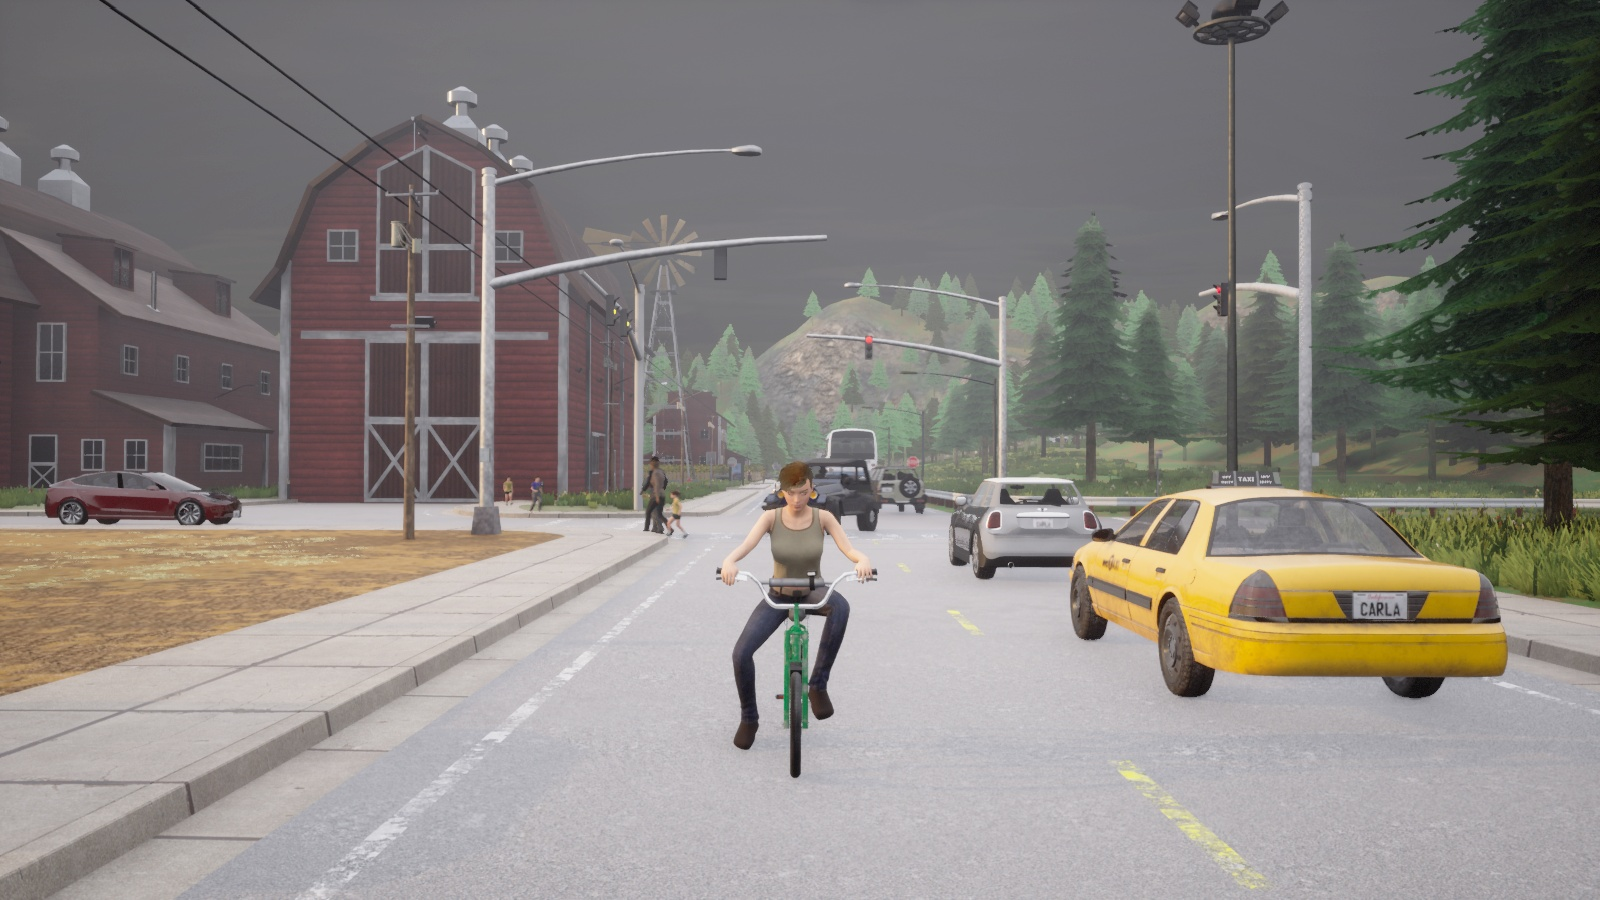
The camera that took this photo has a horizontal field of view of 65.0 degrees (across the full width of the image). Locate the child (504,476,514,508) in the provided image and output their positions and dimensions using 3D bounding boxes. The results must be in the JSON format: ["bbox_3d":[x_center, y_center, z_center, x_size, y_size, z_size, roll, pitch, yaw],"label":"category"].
[{"bbox_3d":[-10.244,1.488,44.170,0.255,1.110,0.394,0,-1,-25],"label":"child"}]

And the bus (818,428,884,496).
[{"bbox_3d":[3.302,0.837,84.318,3.944,4.253,10.273,0,-1,0],"label":"bus"}]

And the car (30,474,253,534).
[{"bbox_3d":[-17.390,1.413,33.345,4.792,1.488,2.163,0,-1,-1],"label":"car"}]

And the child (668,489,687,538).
[{"bbox_3d":[-2.773,1.435,28.401,0.394,1.110,0.255,0,-1,1],"label":"child"}]

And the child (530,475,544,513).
[{"bbox_3d":[-8.650,1.447,41.310,0.270,1.263,0.437,0,-1,-37],"label":"child"}]

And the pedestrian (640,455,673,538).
[{"bbox_3d":[-3.390,1.092,29.621,0.666,1.930,0.402,-1,-1,37],"label":"pedestrian"}]

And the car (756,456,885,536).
[{"bbox_3d":[0.585,1.123,31.490,1.905,1.878,3.866,-1,-1,24],"label":"car"}]

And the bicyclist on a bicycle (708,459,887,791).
[{"bbox_3d":[-0.011,0.867,6.884,0.866,1.612,1.509,0,-1,0],"label":"bicyclist on a bicycle"}]

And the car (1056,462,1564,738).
[{"bbox_3d":[3.477,0.906,9.899,1.801,1.575,5.366,0,-1,0],"label":"car"}]

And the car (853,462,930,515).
[{"bbox_3d":[3.365,1.411,47.280,1.932,1.855,4.605,0,-1,-8],"label":"car"}]

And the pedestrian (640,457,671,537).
[{"bbox_3d":[-3.337,1.082,29.021,0.634,1.846,0.331,-1,-1,25],"label":"pedestrian"}]

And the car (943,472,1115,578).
[{"bbox_3d":[3.455,1.096,19.668,1.970,1.475,3.806,0,-1,0],"label":"car"}]
